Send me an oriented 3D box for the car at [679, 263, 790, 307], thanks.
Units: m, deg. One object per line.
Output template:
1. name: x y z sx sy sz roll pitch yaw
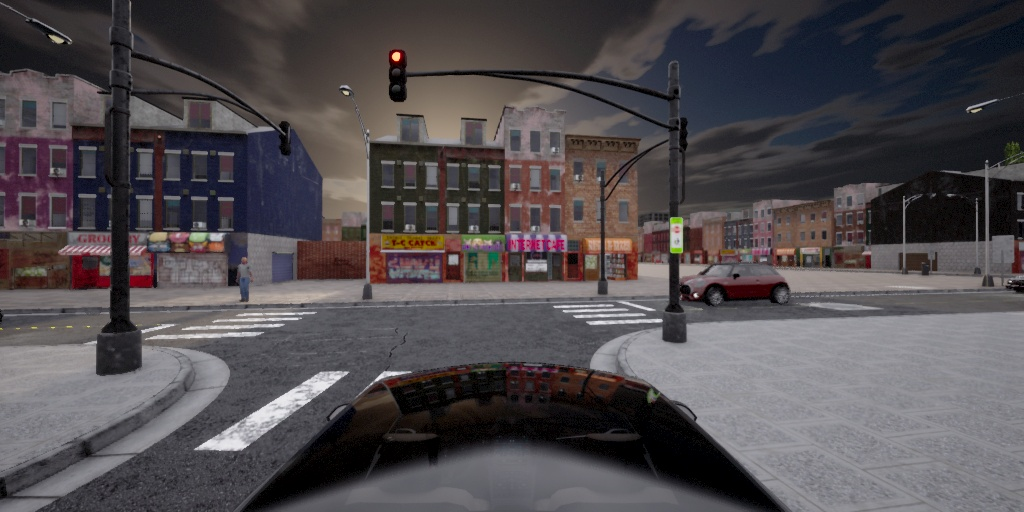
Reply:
1. car: 9.053 1.083 15.104 4.553 1.767 2.097 0 0 -10

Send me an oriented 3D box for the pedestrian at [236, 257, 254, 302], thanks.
1. pedestrian: -11.107 0.945 14.926 0.375 1.860 0.375 0 0 -9

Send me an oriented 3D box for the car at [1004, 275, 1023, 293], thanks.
1. car: 28.212 1.229 18.106 5.357 1.411 2.033 0 0 -8

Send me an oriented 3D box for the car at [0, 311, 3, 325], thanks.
1. car: -15.410 1.277 8.332 4.902 1.511 2.128 0 0 -8
